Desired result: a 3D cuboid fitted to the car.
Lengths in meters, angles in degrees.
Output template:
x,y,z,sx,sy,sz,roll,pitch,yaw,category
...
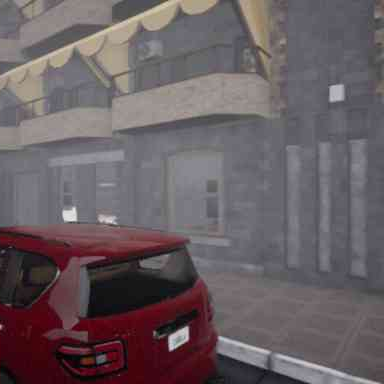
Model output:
x,y,z,sx,sy,sz,roll,pitch,yaw,category
-2.056,1.315,4.194,5.009,1.841,2.192,0,0,35,car
